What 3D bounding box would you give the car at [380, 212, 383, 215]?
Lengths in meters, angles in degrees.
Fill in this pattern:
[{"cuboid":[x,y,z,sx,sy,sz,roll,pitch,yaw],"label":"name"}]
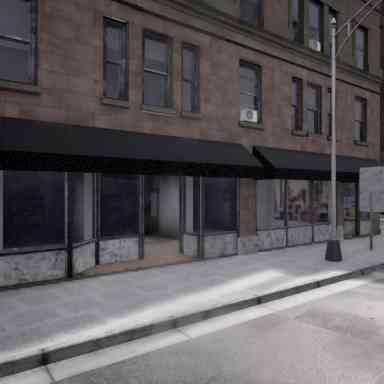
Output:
[{"cuboid":[15.884,1.146,28.139,2.097,1.767,4.553,0,1,-36],"label":"car"}]
